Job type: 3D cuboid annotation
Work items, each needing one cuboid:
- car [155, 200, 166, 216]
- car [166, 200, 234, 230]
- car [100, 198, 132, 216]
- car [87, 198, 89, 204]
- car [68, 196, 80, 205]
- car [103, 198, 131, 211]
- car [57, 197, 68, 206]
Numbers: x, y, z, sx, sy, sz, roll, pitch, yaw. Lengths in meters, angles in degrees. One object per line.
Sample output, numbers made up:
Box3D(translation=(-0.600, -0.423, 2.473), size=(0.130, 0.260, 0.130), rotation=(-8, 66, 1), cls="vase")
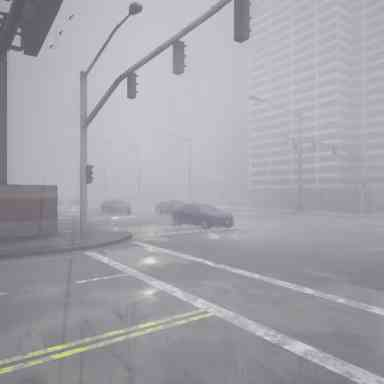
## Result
Box3D(translation=(-1.616, 1.491, 30.492), size=(2.128, 1.511, 4.902), rotation=(0, 0, -35), cls="car")
Box3D(translation=(0.596, 1.478, 21.294), size=(1.882, 1.535, 5.008), rotation=(0, 0, -35), cls="car")
Box3D(translation=(-7.610, 1.504, 32.914), size=(1.837, 1.490, 4.892), rotation=(0, 0, -35), cls="car")
Box3D(translation=(-21.536, 1.526, 65.115), size=(1.812, 1.442, 4.674), rotation=(0, 0, -35), cls="car")
Box3D(translation=(-20.158, 1.621, 56.923), size=(1.895, 1.301, 4.718), rotation=(0, 0, -35), cls="car")
Box3D(translation=(-9.426, 1.525, 41.575), size=(1.812, 1.442, 4.674), rotation=(0, 0, -35), cls="car")
Box3D(translation=(-22.104, 1.548, 53.587), size=(2.033, 1.411, 5.357), rotation=(0, 0, -35), cls="car")
